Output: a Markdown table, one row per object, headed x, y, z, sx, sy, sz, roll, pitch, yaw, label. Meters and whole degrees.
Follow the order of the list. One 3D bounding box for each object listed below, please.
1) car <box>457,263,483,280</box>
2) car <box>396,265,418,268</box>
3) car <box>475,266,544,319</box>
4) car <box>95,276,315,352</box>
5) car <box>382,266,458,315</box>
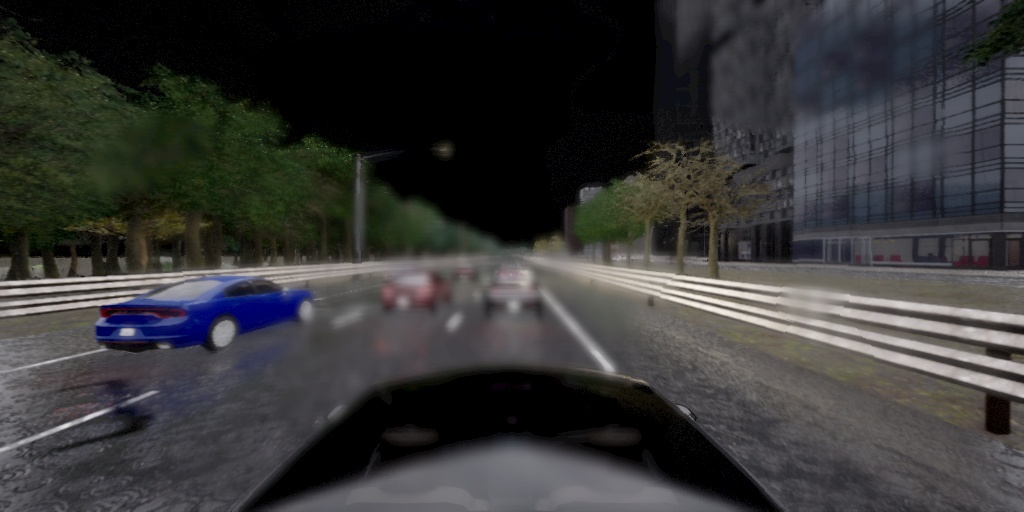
| x | y | z | sx | sy | sz | roll | pitch | yaw | label |
| --- | --- | --- | --- | --- | --- | --- | --- | --- | --- |
| -3.416 | 1.273 | 28.133 | 1.837 | 1.490 | 4.892 | 0 | 0 | 0 | car |
| -6.948 | 1.314 | 24.326 | 2.033 | 1.411 | 5.357 | 0 | 0 | 0 | car |
| 0.076 | 1.251 | 12.879 | 2.128 | 1.511 | 4.902 | 0 | 0 | 0 | car |
| -6.954 | 1.236 | 8.973 | 1.882 | 1.535 | 5.008 | 0 | 0 | 0 | car |
| -3.418 | 1.286 | 13.606 | 1.812 | 1.442 | 4.674 | 0 | 0 | 0 | car |
